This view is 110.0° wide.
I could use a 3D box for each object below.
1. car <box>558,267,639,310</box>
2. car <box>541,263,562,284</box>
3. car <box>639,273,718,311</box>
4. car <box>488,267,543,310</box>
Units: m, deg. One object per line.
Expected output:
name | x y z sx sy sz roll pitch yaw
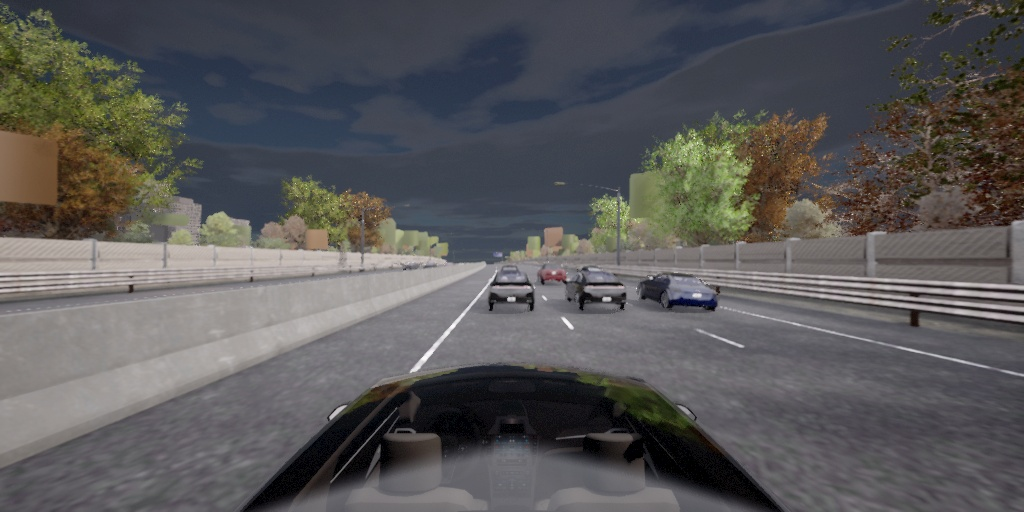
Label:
car | 3.480 1.392 15.557 2.128 1.511 4.902 0 0 0
car | 3.314 1.412 30.574 2.097 1.767 4.553 0 -1 0
car | 7.003 1.439 15.567 1.994 1.385 4.181 4 1 0
car | -0.020 1.392 15.543 2.128 1.511 4.902 0 0 0
